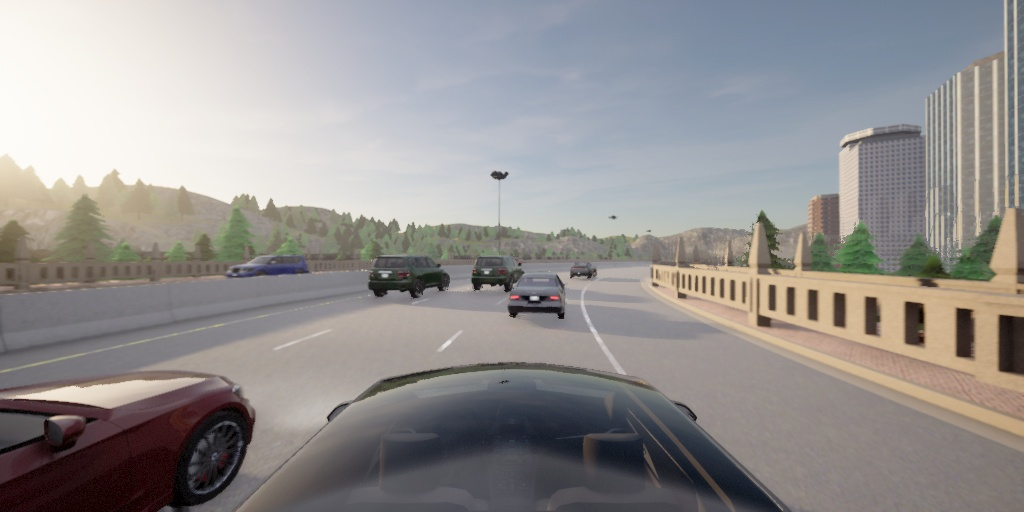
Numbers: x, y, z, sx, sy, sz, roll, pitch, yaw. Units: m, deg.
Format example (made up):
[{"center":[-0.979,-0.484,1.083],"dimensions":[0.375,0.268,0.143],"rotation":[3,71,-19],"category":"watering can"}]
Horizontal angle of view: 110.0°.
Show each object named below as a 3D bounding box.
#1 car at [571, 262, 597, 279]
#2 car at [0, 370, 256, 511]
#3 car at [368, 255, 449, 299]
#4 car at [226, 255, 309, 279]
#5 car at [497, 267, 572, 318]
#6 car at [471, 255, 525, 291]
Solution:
[{"center":[6.714,1.314,33.371],"dimensions":[2.128,1.511,4.902],"rotation":[0,0,22],"category":"car"},{"center":[-3.309,1.259,1.392],"dimensions":[1.812,1.442,4.674],"rotation":[0,0,0],"category":"car"},{"center":[-5.112,0.966,18.453],"dimensions":[2.150,2.045,5.566],"rotation":[0,0,11],"category":"car"},{"center":[-17.798,0.943,26.531],"dimensions":[2.150,2.045,5.566],"rotation":[0,0,14],"category":"car"},{"center":[1.036,1.306,13.121],"dimensions":[2.033,1.411,5.357],"rotation":[0,0,8],"category":"car"},{"center":[-0.753,0.989,21.981],"dimensions":[2.150,2.045,5.566],"rotation":[0,0,13],"category":"car"}]
